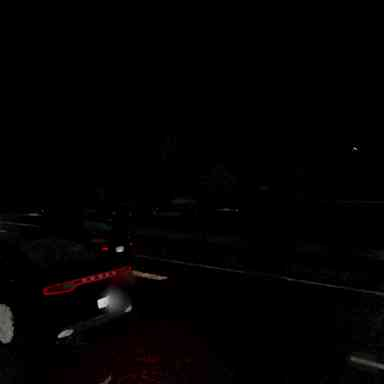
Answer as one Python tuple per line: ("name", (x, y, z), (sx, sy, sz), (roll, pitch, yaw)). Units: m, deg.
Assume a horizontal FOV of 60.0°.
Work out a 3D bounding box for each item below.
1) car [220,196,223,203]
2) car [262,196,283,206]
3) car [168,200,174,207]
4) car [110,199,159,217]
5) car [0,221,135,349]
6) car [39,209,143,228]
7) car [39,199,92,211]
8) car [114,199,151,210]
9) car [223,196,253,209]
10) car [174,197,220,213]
("car", (6.163, 1.503, 61.630), (2.033, 1.411, 5.357), (0, 0, 36))
("car", (12.972, 1.470, 53.232), (1.837, 1.490, 4.892), (0, 2, 37))
("car", (-1.716, 1.481, 50.987), (1.812, 1.442, 4.674), (0, 0, 37))
("car", (-4.899, 1.475, 28.880), (1.837, 1.490, 4.892), (0, 0, 36))
("car", (-3.299, 1.468, 6.348), (5.008, 1.535, 1.882), (0, 0, 36))
("car", (-3.997, 1.512, 11.144), (4.674, 1.442, 1.812), (0, 0, 36))
("car", (-13.283, 1.502, 35.210), (2.033, 1.411, 5.357), (0, 0, 36))
("car", (-7.588, 1.556, 42.983), (1.895, 1.301, 4.718), (0, 0, 36))
("car", (6.381, 1.535, 44.259), (1.994, 1.385, 4.181), (0, 0, 37))
("car", (0.611, 1.448, 36.409), (1.882, 1.535, 5.008), (0, 0, 36))
